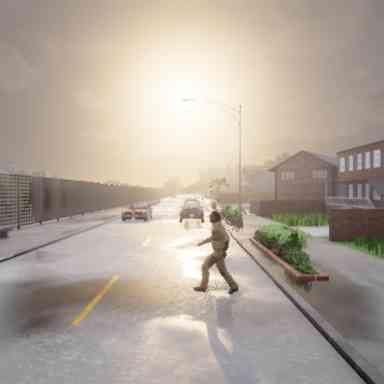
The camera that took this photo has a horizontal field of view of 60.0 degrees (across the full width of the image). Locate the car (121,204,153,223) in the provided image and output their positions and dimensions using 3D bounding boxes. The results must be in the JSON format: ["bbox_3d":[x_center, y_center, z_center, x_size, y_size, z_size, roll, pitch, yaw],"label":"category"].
[{"bbox_3d":[-4.180,1.591,25.850,1.895,1.301,4.718,0,0,0],"label":"car"}]

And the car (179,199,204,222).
[{"bbox_3d":[-0.009,1.515,26.148,1.812,1.442,4.674,0,0,0],"label":"car"}]

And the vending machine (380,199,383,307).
[{"bbox_3d":[4.281,1.193,6.163,1.100,2.100,0.880,0,0,0],"label":"vending machine"}]

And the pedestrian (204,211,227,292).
[{"bbox_3d":[0.505,1.291,7.202,0.375,1.860,0.375,0,0,0],"label":"pedestrian"}]
